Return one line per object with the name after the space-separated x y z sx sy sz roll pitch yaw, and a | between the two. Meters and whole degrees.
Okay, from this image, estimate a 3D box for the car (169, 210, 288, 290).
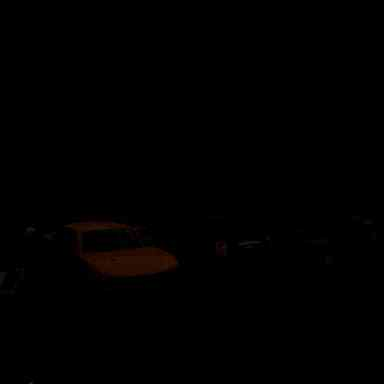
0.116 1.342 9.504 2.185 1.767 4.553 0 0 -36 | car

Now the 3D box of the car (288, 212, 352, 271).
2.381 1.478 11.129 2.163 1.488 4.792 0 0 -36 | car

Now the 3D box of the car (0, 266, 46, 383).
-3.099 1.561 1.783 4.181 1.385 1.994 0 0 -36 | car

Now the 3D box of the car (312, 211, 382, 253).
4.610 1.460 12.797 2.163 1.488 4.792 0 0 -36 | car

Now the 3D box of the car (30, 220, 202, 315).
-2.164 1.478 7.916 2.097 1.535 5.008 0 0 -36 | car
